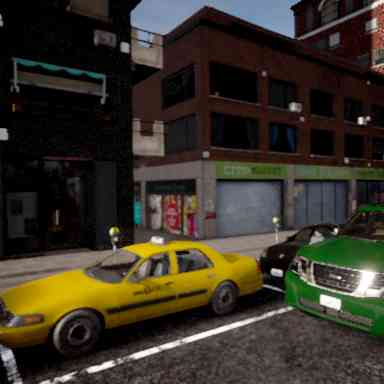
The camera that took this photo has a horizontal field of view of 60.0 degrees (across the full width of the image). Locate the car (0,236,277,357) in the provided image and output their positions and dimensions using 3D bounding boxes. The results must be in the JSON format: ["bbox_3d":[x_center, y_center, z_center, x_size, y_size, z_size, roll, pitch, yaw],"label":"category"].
[{"bbox_3d":[-0.822,1.524,5.985,4.829,1.417,1.752,0,-1,-35],"label":"car"}]

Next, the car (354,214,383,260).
[{"bbox_3d":[8.192,1.537,12.374,4.829,1.417,1.752,0,-1,-35],"label":"car"}]

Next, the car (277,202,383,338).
[{"bbox_3d":[4.231,1.228,6.377,5.566,2.045,2.150,0,0,-36],"label":"car"}]

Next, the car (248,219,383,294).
[{"bbox_3d":[3.824,1.571,9.278,4.313,1.339,1.947,0,-1,-35],"label":"car"}]
